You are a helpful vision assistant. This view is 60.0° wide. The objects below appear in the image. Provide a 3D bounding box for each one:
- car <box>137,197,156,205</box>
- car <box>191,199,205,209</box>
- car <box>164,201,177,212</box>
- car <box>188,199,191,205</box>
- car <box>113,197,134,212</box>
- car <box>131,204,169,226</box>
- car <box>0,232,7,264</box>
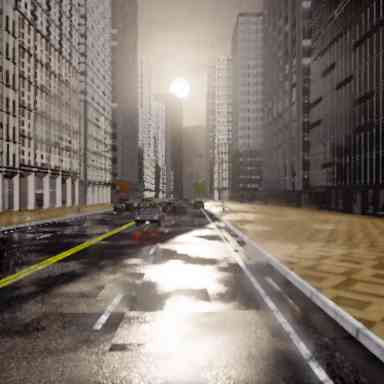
[{"bbox_3d":[-6.555,1.763,48.515,2.150,2.045,5.566,0,-1,0],"label":"car"},{"bbox_3d":[1.161,2.145,57.365,1.837,1.490,4.892,0,-1,0],"label":"car"},{"bbox_3d":[-3.129,2.036,47.492,1.837,1.490,4.892,0,0,0],"label":"car"},{"bbox_3d":[0.031,2.304,76.592,2.033,1.411,5.357,0,-1,0],"label":"car"},{"bbox_3d":[-9.805,1.759,48.100,2.150,2.045,5.566,0,-1,0],"label":"car"},{"bbox_3d":[-3.139,1.888,25.728,1.895,1.301,4.718,0,-1,0],"label":"car"},{"bbox_3d":[-6.595,1.585,8.221,2.128,1.511,4.902,0,-1,0],"label":"car"}]
